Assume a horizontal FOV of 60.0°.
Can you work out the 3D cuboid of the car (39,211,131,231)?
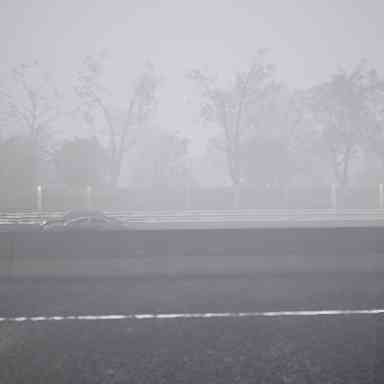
[{"bbox_3d":[-5.921,2.045,18.724,4.902,1.511,2.128,-1,-1,-2],"label":"car"}]

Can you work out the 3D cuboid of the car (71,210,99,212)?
[{"bbox_3d":[-7.653,2.012,22.171,4.553,1.767,2.097,-1,-1,-2],"label":"car"}]

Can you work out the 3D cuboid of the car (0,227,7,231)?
[{"bbox_3d":[-10.250,2.105,15.079,4.718,1.301,1.895,-1,-1,-2],"label":"car"}]
